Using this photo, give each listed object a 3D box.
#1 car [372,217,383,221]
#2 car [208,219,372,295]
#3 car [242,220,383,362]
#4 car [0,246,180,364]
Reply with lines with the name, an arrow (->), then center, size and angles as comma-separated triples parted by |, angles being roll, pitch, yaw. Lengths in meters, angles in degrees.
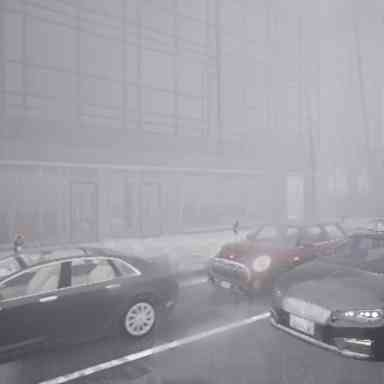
car -> 6.940, 1.551, 11.490 | 4.403, 1.369, 2.008 | 0, 0, -36
car -> 2.341, 1.440, 8.210 | 4.097, 1.590, 1.967 | 0, 0, -36
car -> 3.448, 1.492, 5.838 | 4.902, 1.511, 2.128 | 0, 0, -36
car -> -2.258, 1.551, 4.929 | 4.403, 1.369, 2.008 | 0, 0, -36
